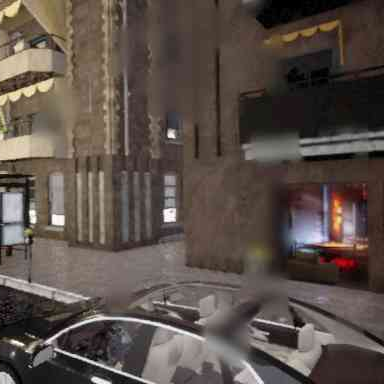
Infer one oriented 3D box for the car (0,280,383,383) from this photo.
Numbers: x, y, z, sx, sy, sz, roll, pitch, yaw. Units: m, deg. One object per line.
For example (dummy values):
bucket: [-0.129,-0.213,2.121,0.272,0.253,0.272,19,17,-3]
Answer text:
car: [-0.178,1.546,3.027,4.403,1.369,2.008,-1,0,34]
